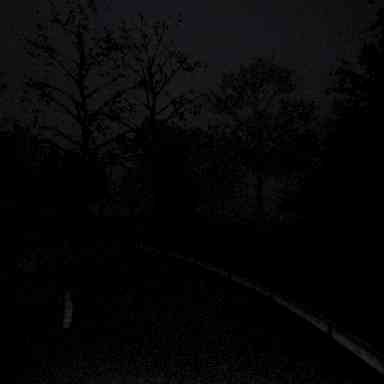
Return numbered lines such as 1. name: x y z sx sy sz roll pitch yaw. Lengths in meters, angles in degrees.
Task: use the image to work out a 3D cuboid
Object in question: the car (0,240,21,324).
1. car: -3.885 1.398 4.640 2.097 1.767 4.553 0 0 -18
